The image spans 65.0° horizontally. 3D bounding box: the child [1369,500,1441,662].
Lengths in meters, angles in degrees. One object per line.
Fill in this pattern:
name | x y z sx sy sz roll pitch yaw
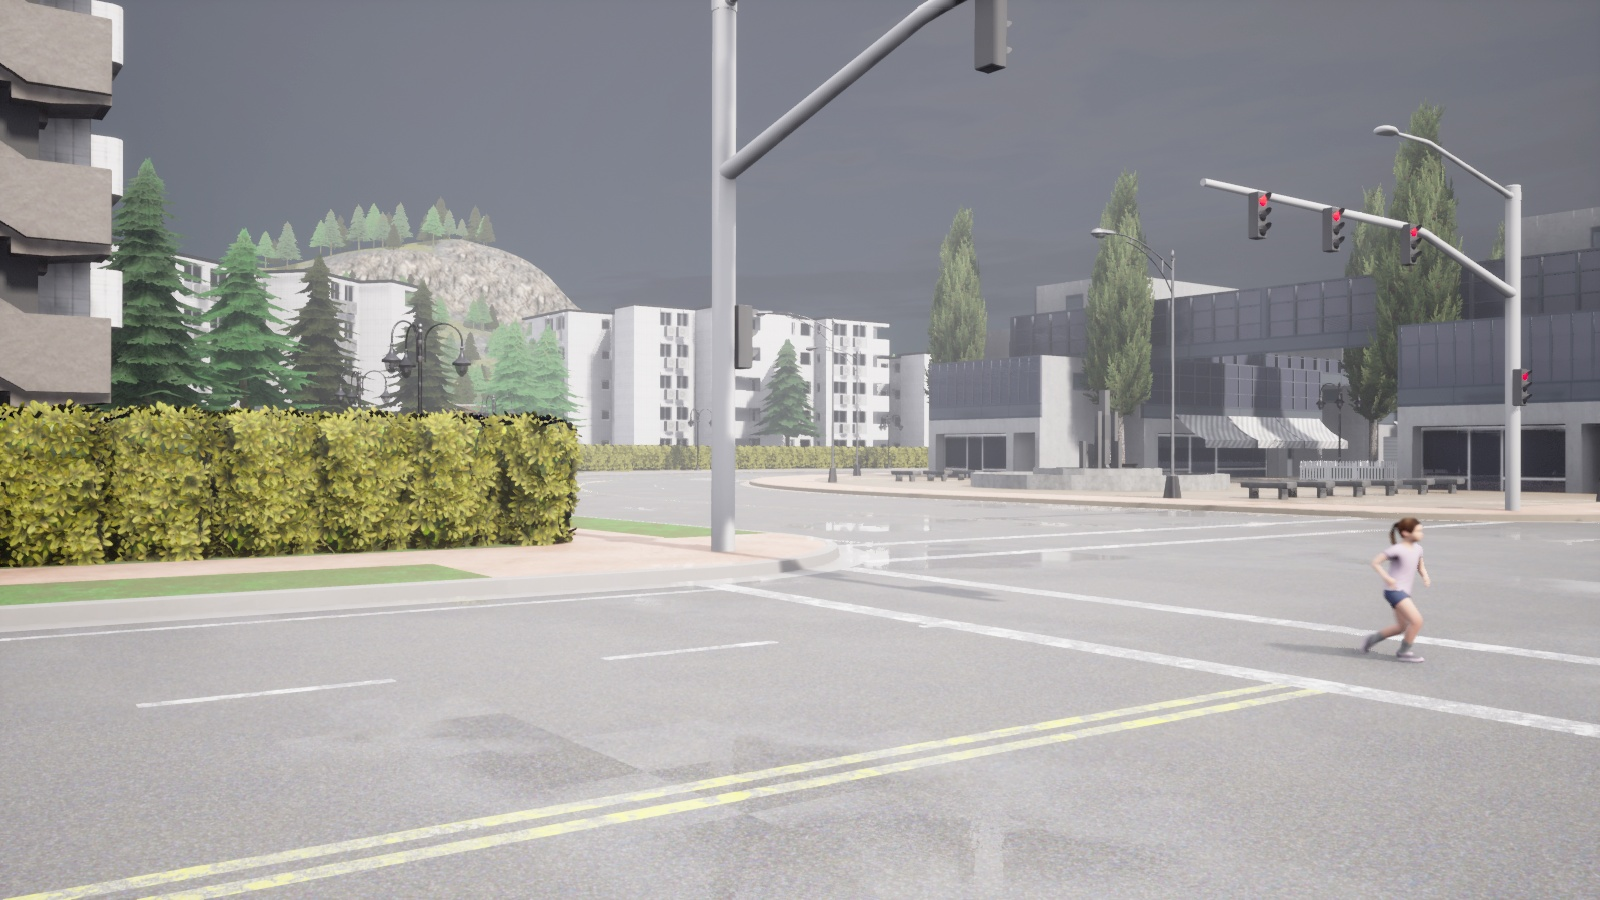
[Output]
child | 4.343 0.926 9.020 0.255 1.110 0.394 0 0 -42
